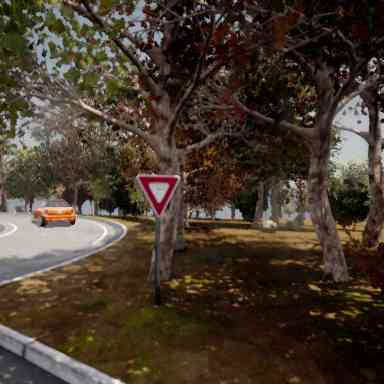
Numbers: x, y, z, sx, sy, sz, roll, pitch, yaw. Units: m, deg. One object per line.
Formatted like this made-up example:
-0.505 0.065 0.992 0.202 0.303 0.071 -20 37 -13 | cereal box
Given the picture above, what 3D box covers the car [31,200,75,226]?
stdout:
-9.843 1.324 23.407 2.097 1.767 4.553 0 0 -35 | car
